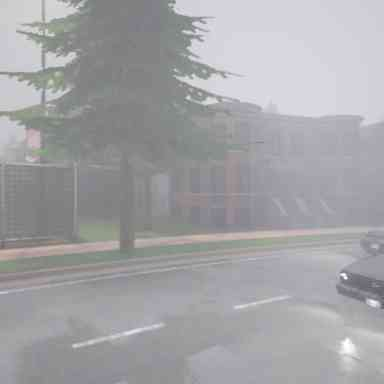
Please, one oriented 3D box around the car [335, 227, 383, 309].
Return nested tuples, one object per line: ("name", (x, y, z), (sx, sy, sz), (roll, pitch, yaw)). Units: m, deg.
("car", (5.547, 1.542, 6.935), (5.357, 1.411, 2.033), (0, 0, -26))
